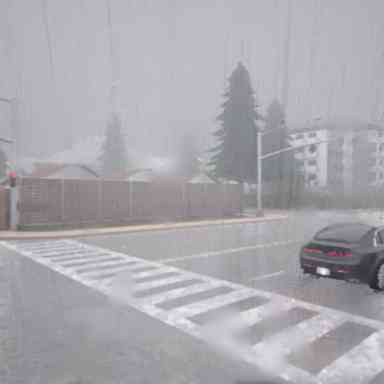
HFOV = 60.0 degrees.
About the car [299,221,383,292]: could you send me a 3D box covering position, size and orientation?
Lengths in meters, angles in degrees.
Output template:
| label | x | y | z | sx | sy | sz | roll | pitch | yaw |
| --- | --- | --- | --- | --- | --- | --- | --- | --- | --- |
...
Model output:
| label | x | y | z | sx | sy | sz | roll | pitch | yaw |
| --- | --- | --- | --- | --- | --- | --- | --- | --- | --- |
| car | 4.902 | 1.581 | 9.289 | 4.892 | 1.490 | 1.837 | 0 | 0 | -40 |
